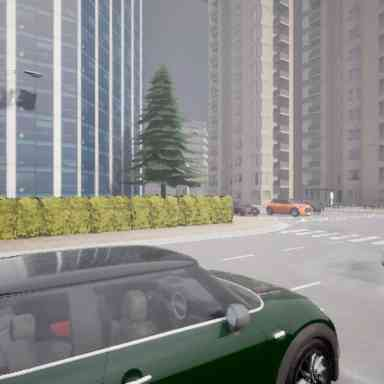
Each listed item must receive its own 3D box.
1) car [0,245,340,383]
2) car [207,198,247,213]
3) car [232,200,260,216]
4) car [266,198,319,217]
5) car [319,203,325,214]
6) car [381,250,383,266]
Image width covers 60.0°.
[{"bbox_3d":[-0.532,1.352,3.365,4.553,1.767,2.097,0,0,-35],"label":"car"},{"bbox_3d":[4.113,1.533,39.767,1.882,1.535,5.008,0,0,-35],"label":"car"},{"bbox_3d":[4.716,1.619,32.855,1.994,1.385,4.181,0,0,-35],"label":"car"},{"bbox_3d":[9.436,1.407,32.246,2.097,1.767,4.553,0,0,-35],"label":"car"},{"bbox_3d":[11.676,1.547,35.443,2.128,1.511,4.902,0,0,-35],"label":"car"},{"bbox_3d":[7.022,1.601,8.728,4.718,1.301,1.895,0,0,-35],"label":"car"}]
